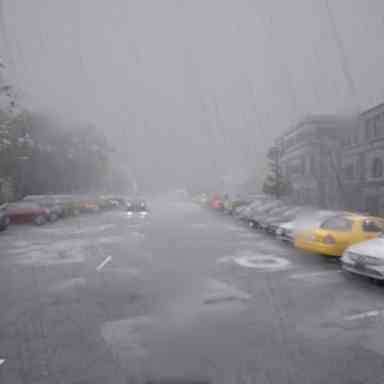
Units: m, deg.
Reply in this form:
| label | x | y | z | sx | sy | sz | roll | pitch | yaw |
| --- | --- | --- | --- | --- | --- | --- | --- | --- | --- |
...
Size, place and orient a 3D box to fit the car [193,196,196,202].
| label | x | y | z | sx | sy | sz | roll | pitch | yaw |
| --- | --- | --- | --- | --- | --- | --- | --- | --- | --- |
| car | 3.576 | 1.655 | 73.246 | 5.366 | 1.575 | 1.946 | 1 | 0 | -22 |

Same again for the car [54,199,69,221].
| label | x | y | z | sx | sy | sz | roll | pitch | yaw |
| --- | --- | --- | --- | --- | --- | --- | --- | --- | --- |
| car | -12.311 | 1.555 | 25.750 | 4.792 | 1.488 | 2.163 | -1 | 0 | -22 |

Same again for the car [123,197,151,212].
| label | x | y | z | sx | sy | sz | roll | pitch | yaw |
| --- | --- | --- | --- | --- | --- | --- | --- | --- | --- |
| car | -6.505 | 1.399 | 39.917 | 2.097 | 1.767 | 4.553 | 0 | 0 | -2 |

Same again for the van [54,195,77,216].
| label | x | y | z | sx | sy | sz | roll | pitch | yaw |
| --- | --- | --- | --- | --- | --- | --- | --- | --- | --- |
| van | -12.501 | 1.303 | 28.655 | 4.442 | 1.987 | 1.878 | -1 | 0 | -22 |

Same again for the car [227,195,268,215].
| label | x | y | z | sx | sy | sz | roll | pitch | yaw |
| --- | --- | --- | --- | --- | --- | --- | --- | --- | --- |
| car | 5.550 | 1.375 | 26.425 | 4.553 | 1.767 | 2.185 | 1 | 0 | -22 |

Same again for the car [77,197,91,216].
| label | x | y | z | sx | sy | sz | roll | pitch | yaw |
| --- | --- | --- | --- | --- | --- | --- | --- | --- | --- |
| car | -12.497 | 1.530 | 31.646 | 4.892 | 1.521 | 2.231 | -1 | 0 | -22 |

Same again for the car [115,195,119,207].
| label | x | y | z | sx | sy | sz | roll | pitch | yaw |
| --- | --- | --- | --- | --- | --- | --- | --- | --- | --- |
| car | -13.058 | 1.603 | 46.359 | 4.674 | 1.452 | 2.002 | -1 | 0 | -22 |

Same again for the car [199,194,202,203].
| label | x | y | z | sx | sy | sz | roll | pitch | yaw |
| --- | --- | --- | --- | --- | --- | --- | --- | --- | --- |
| car | 4.481 | 1.586 | 58.733 | 5.366 | 1.575 | 1.946 | 1 | -1 | -22 |

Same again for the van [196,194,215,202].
| label | x | y | z | sx | sy | sz | roll | pitch | yaw |
| --- | --- | --- | --- | --- | --- | --- | --- | --- | --- |
| van | 3.364 | 1.607 | 85.083 | 4.442 | 1.987 | 1.878 | 1 | -2 | -22 |

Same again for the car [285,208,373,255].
| label | x | y | z | sx | sy | sz | roll | pitch | yaw |
| --- | --- | --- | --- | --- | --- | --- | --- | --- | --- |
| car | 6.237 | 1.499 | 11.832 | 5.366 | 1.575 | 1.946 | 1 | 0 | -22 |

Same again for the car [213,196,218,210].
| label | x | y | z | sx | sy | sz | roll | pitch | yaw |
| --- | --- | --- | --- | --- | --- | --- | --- | --- | --- |
| car | 5.182 | 1.508 | 35.211 | 5.008 | 1.535 | 2.097 | 1 | 0 | -22 |

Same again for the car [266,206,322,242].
| label | x | y | z | sx | sy | sz | roll | pitch | yaw |
| --- | --- | --- | --- | --- | --- | --- | --- | --- | --- |
| car | 5.960 | 1.540 | 14.689 | 4.674 | 1.452 | 2.002 | 1 | 0 | -22 |

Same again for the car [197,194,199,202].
| label | x | y | z | sx | sy | sz | roll | pitch | yaw |
| --- | --- | --- | --- | --- | --- | --- | --- | --- | --- |
| car | 4.262 | 1.615 | 64.590 | 5.366 | 1.575 | 1.946 | 1 | -1 | -22 |

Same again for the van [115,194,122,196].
| label | x | y | z | sx | sy | sz | roll | pitch | yaw |
| --- | --- | --- | --- | --- | --- | --- | --- | --- | --- |
| van | -13.386 | 1.362 | 52.194 | 4.442 | 1.987 | 1.878 | -1 | 0 | -22 |

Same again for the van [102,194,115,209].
| label | x | y | z | sx | sy | sz | roll | pitch | yaw |
| --- | --- | --- | --- | --- | --- | --- | --- | --- | --- |
| van | -12.843 | 1.327 | 43.465 | 4.442 | 1.987 | 1.878 | -1 | 0 | -22 |

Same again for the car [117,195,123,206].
| label | x | y | z | sx | sy | sz | roll | pitch | yaw |
| --- | --- | --- | --- | --- | --- | --- | --- | --- | --- |
| car | -13.171 | 1.613 | 49.302 | 4.674 | 1.452 | 2.002 | -1 | 0 | -22 |

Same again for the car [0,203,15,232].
| label | x | y | z | sx | sy | sz | roll | pitch | yaw |
| --- | --- | --- | --- | --- | --- | --- | --- | --- | --- |
| car | -11.978 | 1.555 | 16.921 | 4.792 | 1.488 | 2.163 | -1 | 0 | -22 |

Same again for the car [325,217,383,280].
| label | x | y | z | sx | sy | sz | roll | pitch | yaw |
| --- | --- | --- | --- | --- | --- | --- | --- | --- | --- |
| car | 6.180 | 1.540 | 8.824 | 4.674 | 1.452 | 2.002 | 1 | 0 | -22 |

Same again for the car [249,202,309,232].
| label | x | y | z | sx | sy | sz | roll | pitch | yaw |
| --- | --- | --- | --- | --- | --- | --- | --- | --- | --- |
| car | 5.858 | 1.501 | 17.617 | 4.892 | 1.521 | 2.231 | 1 | 0 | -22 |

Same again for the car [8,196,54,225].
| label | x | y | z | sx | sy | sz | roll | pitch | yaw |
| --- | --- | --- | --- | --- | --- | --- | --- | --- | --- |
| car | -12.148 | 1.398 | 22.831 | 4.553 | 1.767 | 2.185 | -1 | 0 | -22 |

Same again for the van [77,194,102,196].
| label | x | y | z | sx | sy | sz | roll | pitch | yaw |
| --- | --- | --- | --- | --- | --- | --- | --- | --- | --- |
| van | -12.835 | 1.315 | 37.484 | 4.442 | 1.987 | 1.878 | -1 | 0 | -22 |

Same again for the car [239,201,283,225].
| label | x | y | z | sx | sy | sz | roll | pitch | yaw |
| --- | --- | --- | --- | --- | --- | --- | --- | --- | --- |
| car | 5.711 | 1.529 | 20.539 | 4.792 | 1.488 | 2.163 | 1 | 0 | -22 |

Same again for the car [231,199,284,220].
| label | x | y | z | sx | sy | sz | roll | pitch | yaw |
| --- | --- | --- | --- | --- | --- | --- | --- | --- | --- |
| car | 5.634 | 1.501 | 23.485 | 4.892 | 1.521 | 2.231 | 1 | 0 | -22 |

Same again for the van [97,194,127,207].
| label | x | y | z | sx | sy | sz | roll | pitch | yaw |
| --- | --- | --- | --- | --- | --- | --- | --- | --- | --- |
| van | -13.283 | 1.372 | 55.233 | 4.442 | 1.987 | 1.878 | -1 | -1 | -22 |

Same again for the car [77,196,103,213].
| label | x | y | z | sx | sy | sz | roll | pitch | yaw |
| --- | --- | --- | --- | --- | --- | --- | --- | --- | --- |
| car | -12.444 | 1.528 | 34.660 | 5.366 | 1.575 | 1.946 | -1 | 0 | -22 |

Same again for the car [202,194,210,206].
| label | x | y | z | sx | sy | sz | roll | pitch | yaw |
| --- | --- | --- | --- | --- | --- | --- | --- | --- | --- |
| car | 4.777 | 1.286 | 46.951 | 5.566 | 2.045 | 2.435 | 1 | 0 | -22 |

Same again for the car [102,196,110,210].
| label | x | y | z | sx | sy | sz | roll | pitch | yaw |
| --- | --- | --- | --- | --- | --- | --- | --- | --- | --- |
| car | -12.831 | 1.585 | 40.469 | 4.674 | 1.452 | 2.002 | -1 | 0 | -22 |

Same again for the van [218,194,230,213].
| label | x | y | z | sx | sy | sz | roll | pitch | yaw |
| --- | --- | --- | --- | --- | --- | --- | --- | --- | --- |
| van | 5.195 | 1.277 | 32.232 | 4.442 | 1.987 | 1.878 | 1 | 0 | -22 |

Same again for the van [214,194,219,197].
| label | x | y | z | sx | sy | sz | roll | pitch | yaw |
| --- | --- | --- | --- | --- | --- | --- | --- | --- | --- |
| van | 5.187 | 1.289 | 38.191 | 4.442 | 1.987 | 1.878 | 1 | 0 | -22 |

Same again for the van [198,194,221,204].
| label | x | y | z | sx | sy | sz | roll | pitch | yaw |
| --- | --- | --- | --- | --- | --- | --- | --- | --- | --- |
| van | 3.759 | 1.419 | 70.336 | 4.442 | 1.987 | 1.878 | 1 | 0 | -22 |

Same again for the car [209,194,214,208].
| label | x | y | z | sx | sy | sz | roll | pitch | yaw |
| --- | --- | --- | --- | --- | --- | --- | --- | --- | --- |
| car | 4.941 | 1.393 | 41.066 | 4.553 | 1.767 | 2.185 | 1 | 0 | -22 |
